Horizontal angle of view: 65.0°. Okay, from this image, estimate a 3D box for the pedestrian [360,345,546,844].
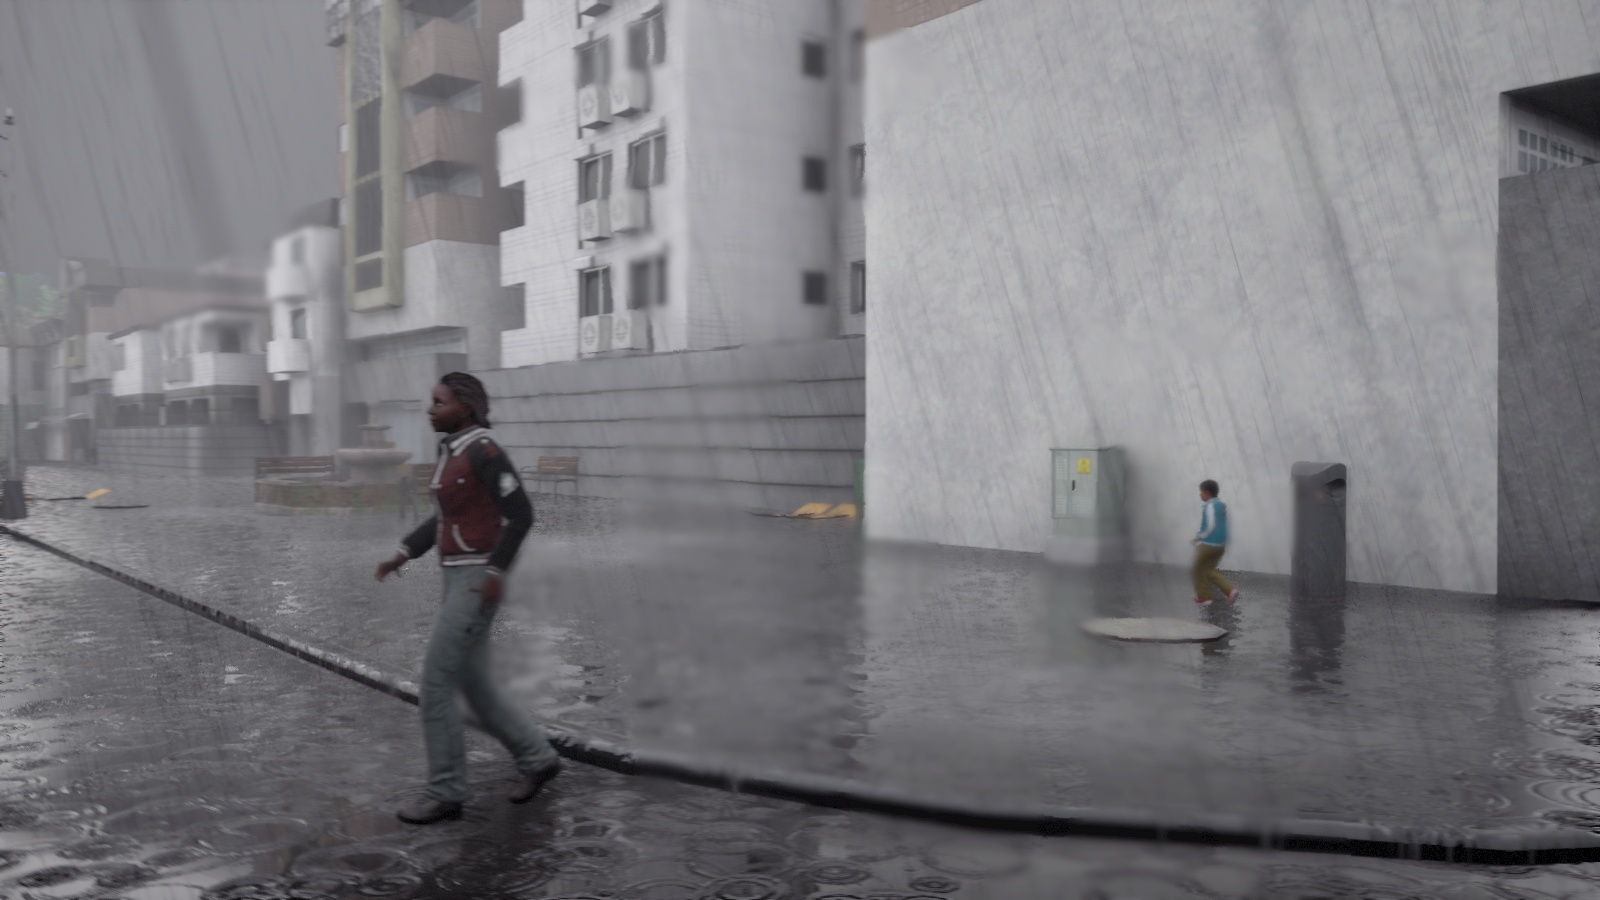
[{"bbox_3d":[-1.436,0.556,5.184,0.666,1.930,0.402,0,1,-28],"label":"pedestrian"}]

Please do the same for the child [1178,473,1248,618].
[{"bbox_3d":[3.546,0.806,10.775,0.343,1.192,0.448,0,1,-41],"label":"child"}]
